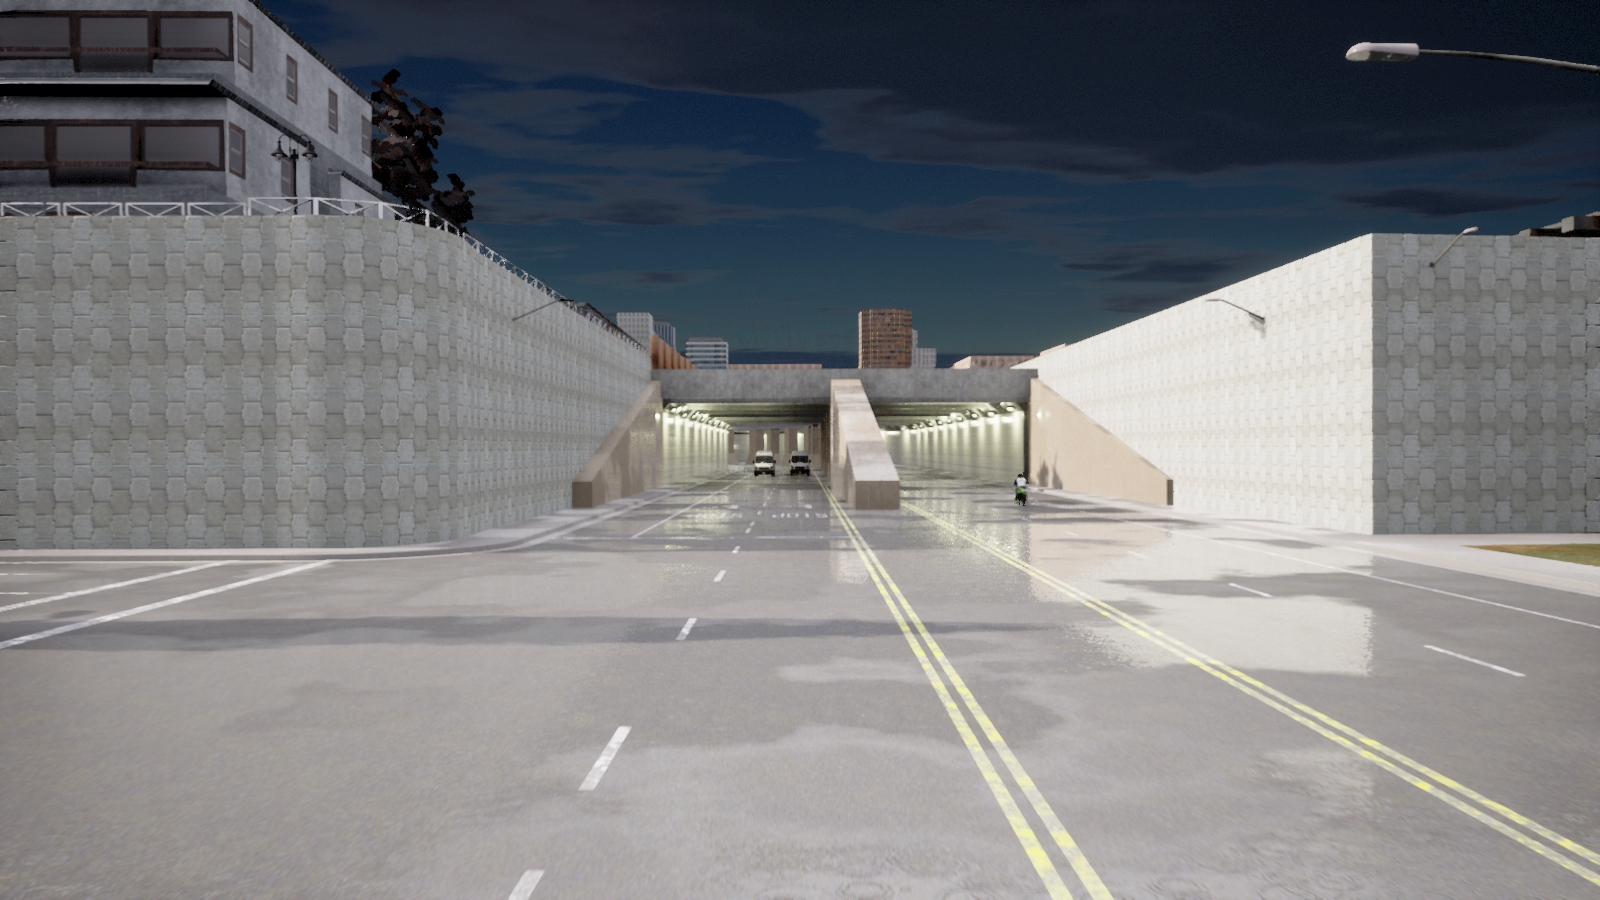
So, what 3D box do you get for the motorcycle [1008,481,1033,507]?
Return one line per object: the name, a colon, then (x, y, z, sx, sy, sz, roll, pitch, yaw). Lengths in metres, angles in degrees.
motorcycle: (10.474, 2.079, 54.355, 0.803, 1.145, 2.033, 0, 0, 0)
